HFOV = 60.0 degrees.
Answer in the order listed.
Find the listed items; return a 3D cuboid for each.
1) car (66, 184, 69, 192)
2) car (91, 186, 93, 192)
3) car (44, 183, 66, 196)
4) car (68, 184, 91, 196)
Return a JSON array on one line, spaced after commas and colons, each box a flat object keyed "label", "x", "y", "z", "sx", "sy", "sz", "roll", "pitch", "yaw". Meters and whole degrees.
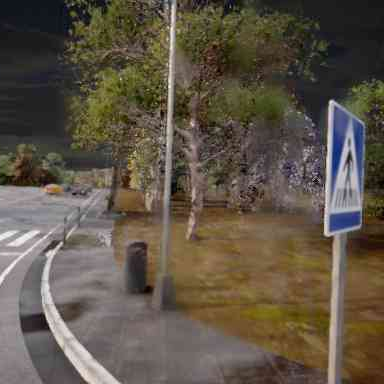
[{"label": "car", "x": -21.624, "y": -0.752, "z": 56.364, "sx": 2.033, "sy": 1.411, "sz": 5.357, "roll": 2, "pitch": 2, "yaw": -13}, {"label": "car", "x": -18.213, "y": -0.688, "z": 57.146, "sx": 2.128, "sy": 1.511, "sz": 4.902, "roll": 2, "pitch": 2, "yaw": -13}, {"label": "car", "x": -19.294, "y": -0.334, "z": 46.410, "sx": 1.882, "sy": 1.535, "sz": 5.008, "roll": 2, "pitch": 2, "yaw": -12}, {"label": "car", "x": -15.944, "y": -0.103, "z": 47.438, "sx": 1.895, "sy": 1.301, "sz": 4.718, "roll": 2, "pitch": 2, "yaw": -13}]
